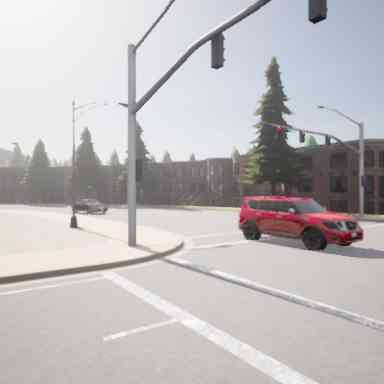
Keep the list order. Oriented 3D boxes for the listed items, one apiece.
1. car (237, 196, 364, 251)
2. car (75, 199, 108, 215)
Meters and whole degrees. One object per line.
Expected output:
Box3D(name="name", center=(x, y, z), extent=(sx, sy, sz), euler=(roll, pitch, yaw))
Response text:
Box3D(name="car", center=(4.402, 1.221, 14.535), extent=(2.150, 2.045, 5.566), euler=(0, 0, -35))
Box3D(name="car", center=(-10.474, 1.465, 34.220), extent=(2.128, 1.511, 4.902), euler=(0, 0, -44))
